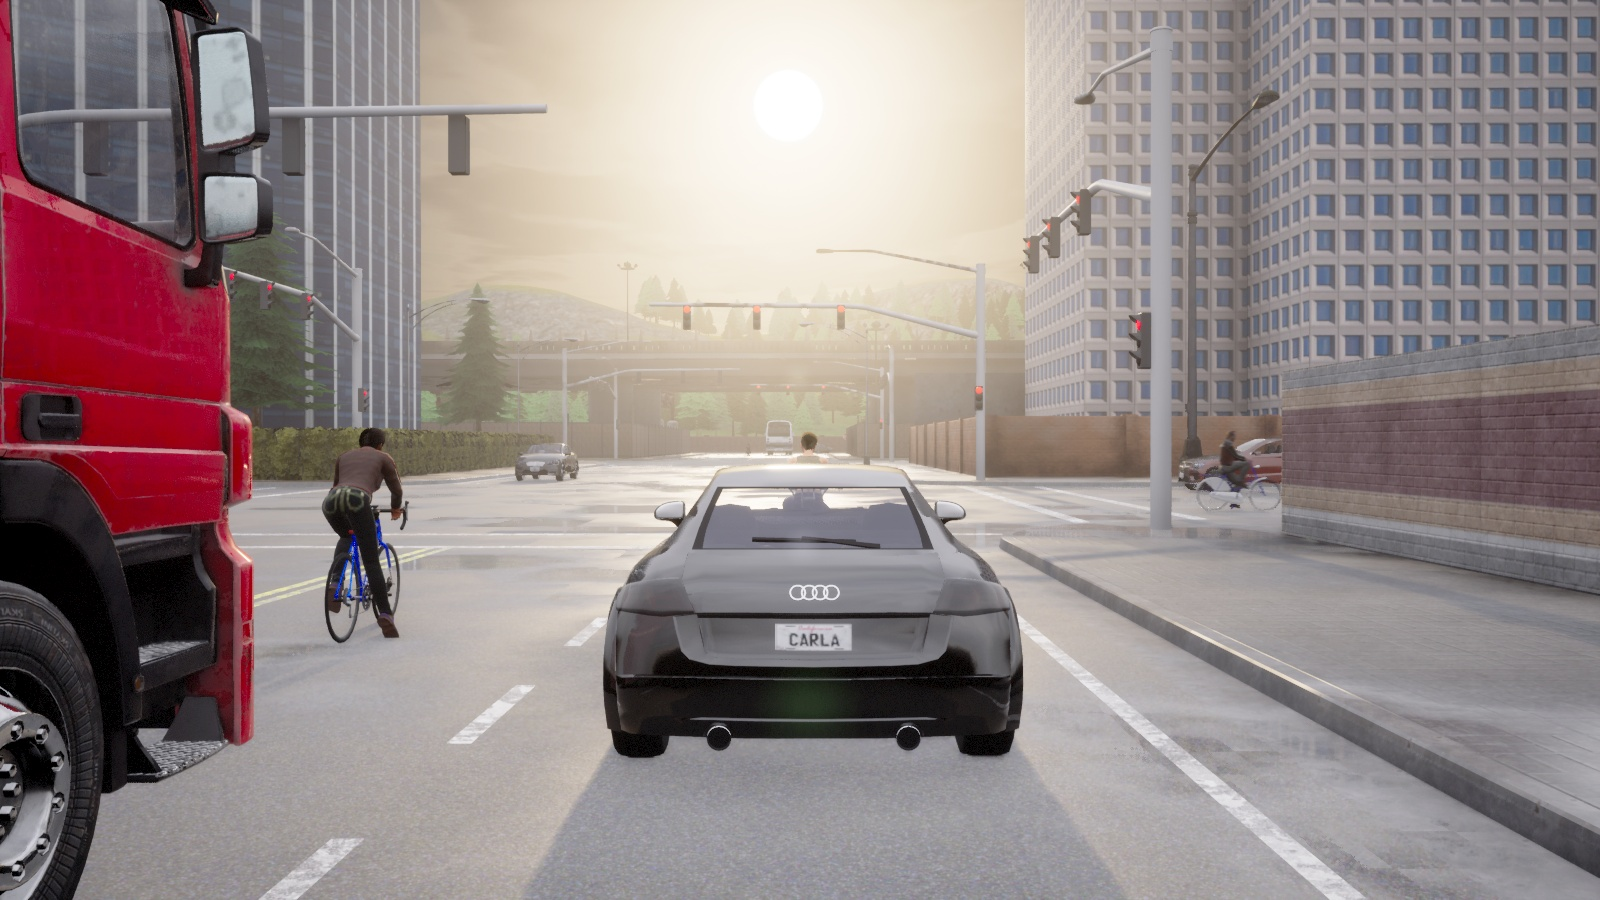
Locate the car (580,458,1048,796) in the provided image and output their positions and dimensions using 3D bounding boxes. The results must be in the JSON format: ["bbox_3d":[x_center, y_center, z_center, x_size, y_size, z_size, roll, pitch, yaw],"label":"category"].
[{"bbox_3d":[0.060,0.768,7.443,1.994,1.385,4.181,0,0,0],"label":"car"}]

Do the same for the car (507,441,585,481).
[{"bbox_3d":[-10.185,0.408,50.752,2.128,1.511,4.902,0,0,0],"label":"car"}]

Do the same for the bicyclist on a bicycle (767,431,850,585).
[{"bbox_3d":[0.093,0.604,13.963,0.866,1.612,1.509,0,0,0],"label":"bicyclist on a bicycle"}]

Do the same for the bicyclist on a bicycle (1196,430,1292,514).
[{"bbox_3d":[9.587,0.472,27.135,1.843,1.776,0.659,0,0,0],"label":"bicyclist on a bicycle"}]

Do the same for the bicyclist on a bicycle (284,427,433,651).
[{"bbox_3d":[-3.426,0.641,9.893,0.582,1.620,1.656,0,0,0],"label":"bicyclist on a bicycle"}]

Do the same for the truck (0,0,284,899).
[{"bbox_3d":[-3.478,-0.243,0.926,2.891,3.462,7.936,0,0,0],"label":"truck"}]

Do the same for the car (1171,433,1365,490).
[{"bbox_3d":[13.928,0.324,37.603,5.027,1.651,2.152,0,0,1],"label":"car"}]
